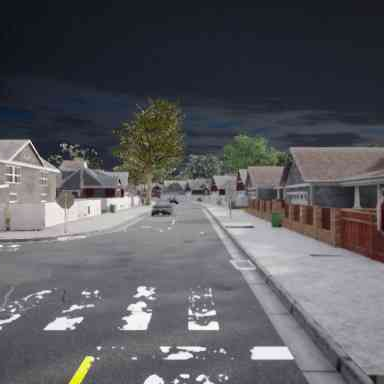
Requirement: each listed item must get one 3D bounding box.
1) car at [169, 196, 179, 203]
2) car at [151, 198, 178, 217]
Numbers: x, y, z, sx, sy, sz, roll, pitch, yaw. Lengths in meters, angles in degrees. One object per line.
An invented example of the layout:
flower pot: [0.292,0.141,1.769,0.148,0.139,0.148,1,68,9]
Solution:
car: [-3.354,1.478,57.605,2.033,1.411,5.357,0,0,-6]
car: [-2.754,1.567,31.800,2.033,1.411,5.357,0,0,0]
